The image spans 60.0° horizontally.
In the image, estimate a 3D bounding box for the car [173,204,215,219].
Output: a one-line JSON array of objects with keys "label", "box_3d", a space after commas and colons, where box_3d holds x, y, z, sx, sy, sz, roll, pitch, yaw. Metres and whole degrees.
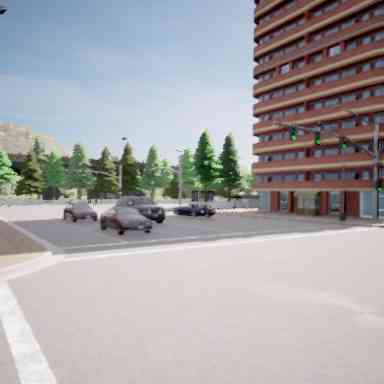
[{"label": "car", "box_3d": [0.108, 1.824, 32.275, 1.895, 1.301, 4.718, 1, -1, -35]}]

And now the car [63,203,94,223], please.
[{"label": "car", "box_3d": [-9.132, 1.623, 27.059, 1.812, 1.442, 4.674, 1, 0, -35]}]

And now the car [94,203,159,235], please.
[{"label": "car", "box_3d": [-4.004, 1.621, 19.671, 1.812, 1.442, 4.674, 1, 0, -34]}]

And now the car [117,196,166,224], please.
[{"label": "car", "box_3d": [-4.162, 1.359, 26.063, 2.150, 2.045, 5.566, 1, 0, -35]}]
